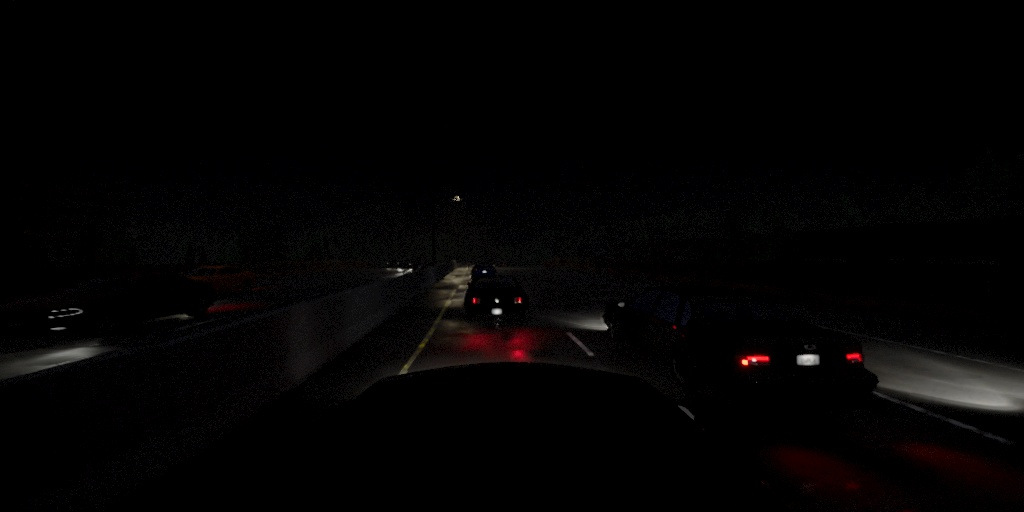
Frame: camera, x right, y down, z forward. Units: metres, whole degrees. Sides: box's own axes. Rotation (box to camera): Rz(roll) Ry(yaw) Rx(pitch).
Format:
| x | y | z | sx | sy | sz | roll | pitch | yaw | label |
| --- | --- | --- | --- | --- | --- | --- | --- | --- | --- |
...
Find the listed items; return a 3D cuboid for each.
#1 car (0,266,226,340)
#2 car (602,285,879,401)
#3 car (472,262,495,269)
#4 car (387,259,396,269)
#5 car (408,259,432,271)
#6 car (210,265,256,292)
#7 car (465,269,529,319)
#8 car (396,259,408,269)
| x | y | z | sx | sy | sz | roll | pitch | yaw | label |
| --- | --- | --- | --- | --- | --- | --- | --- | --- | --- |
| -11.135 | 1.242 | 10.361 | 1.882 | 1.535 | 5.008 | 0 | 0 | -5 | car |
| 3.342 | 1.260 | 6.734 | 2.033 | 1.411 | 5.357 | 0 | 0 | -3 | car |
| -2.341 | 1.199 | 29.817 | 1.994 | 1.385 | 4.181 | 0 | 0 | -6 | car |
| -19.725 | 1.240 | 60.870 | 2.097 | 1.767 | 4.553 | 0 | -3 | -5 | car |
| -11.091 | 1.102 | 44.792 | 2.128 | 1.511 | 4.902 | 0 | 0 | -6 | car |
| -15.444 | 1.227 | 18.435 | 1.882 | 1.535 | 5.008 | 0 | 0 | -6 | car |
| -0.626 | 1.304 | 12.562 | 1.895 | 1.301 | 4.718 | 0 | 0 | -5 | car |
| -15.465 | 1.143 | 53.355 | 1.837 | 1.490 | 4.892 | 0 | -1 | -5 | car |
